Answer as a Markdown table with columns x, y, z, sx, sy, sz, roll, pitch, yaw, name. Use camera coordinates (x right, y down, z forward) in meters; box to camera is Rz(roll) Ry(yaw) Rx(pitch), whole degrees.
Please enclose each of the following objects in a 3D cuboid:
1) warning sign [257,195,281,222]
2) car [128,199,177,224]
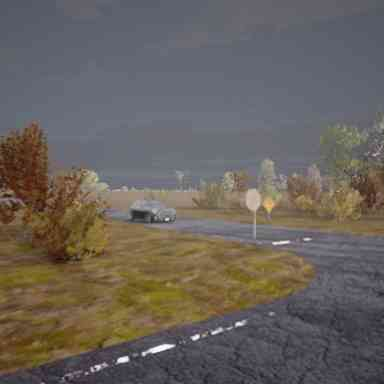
| x | y | z | sx | sy | sz | roll | pitch | yaw | name |
| --- | --- | --- | --- | --- | --- | --- | --- | --- | --- |
| 5.377 | 1.122 | 23.332 | 1.300 | 1.860 | 1.060 | 0 | 0 | -36 | warning sign |
| -3.054 | 1.352 | 25.220 | 2.097 | 1.767 | 4.553 | 0 | 0 | -36 | car |
